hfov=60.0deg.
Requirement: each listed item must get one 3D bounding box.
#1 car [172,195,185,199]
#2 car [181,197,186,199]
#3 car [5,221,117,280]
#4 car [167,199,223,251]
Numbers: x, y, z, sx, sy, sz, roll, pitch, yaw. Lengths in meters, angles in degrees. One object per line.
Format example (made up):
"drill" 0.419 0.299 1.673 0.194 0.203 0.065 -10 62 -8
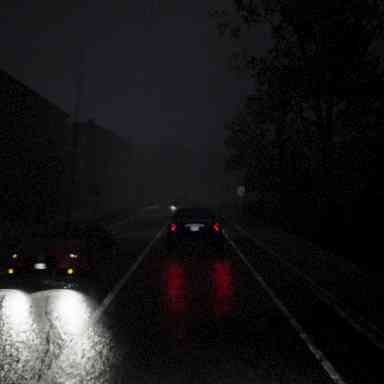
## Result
"car" -2.054 1.349 53.608 2.097 1.767 4.553 0 0 6
"car" 0.163 1.549 33.422 2.033 1.411 5.357 0 0 1
"car" -3.593 1.569 9.866 1.994 1.385 4.181 0 0 0
"car" 0.106 1.356 14.194 2.097 1.767 4.553 0 0 0
